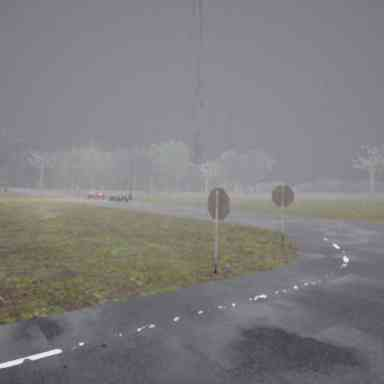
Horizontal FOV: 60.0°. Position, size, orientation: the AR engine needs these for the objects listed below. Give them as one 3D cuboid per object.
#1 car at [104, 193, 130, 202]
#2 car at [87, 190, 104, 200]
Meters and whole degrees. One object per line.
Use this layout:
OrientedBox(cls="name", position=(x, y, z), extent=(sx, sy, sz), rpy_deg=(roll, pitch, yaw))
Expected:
OrientedBox(cls="car", position=(-11.442, 0.904, 51.594), extent=(1.895, 1.301, 4.718), rpy_deg=(1, 0, -35))
OrientedBox(cls="car", position=(-17.210, 0.460, 59.725), extent=(2.097, 1.767, 4.553), rpy_deg=(1, 0, -35))
